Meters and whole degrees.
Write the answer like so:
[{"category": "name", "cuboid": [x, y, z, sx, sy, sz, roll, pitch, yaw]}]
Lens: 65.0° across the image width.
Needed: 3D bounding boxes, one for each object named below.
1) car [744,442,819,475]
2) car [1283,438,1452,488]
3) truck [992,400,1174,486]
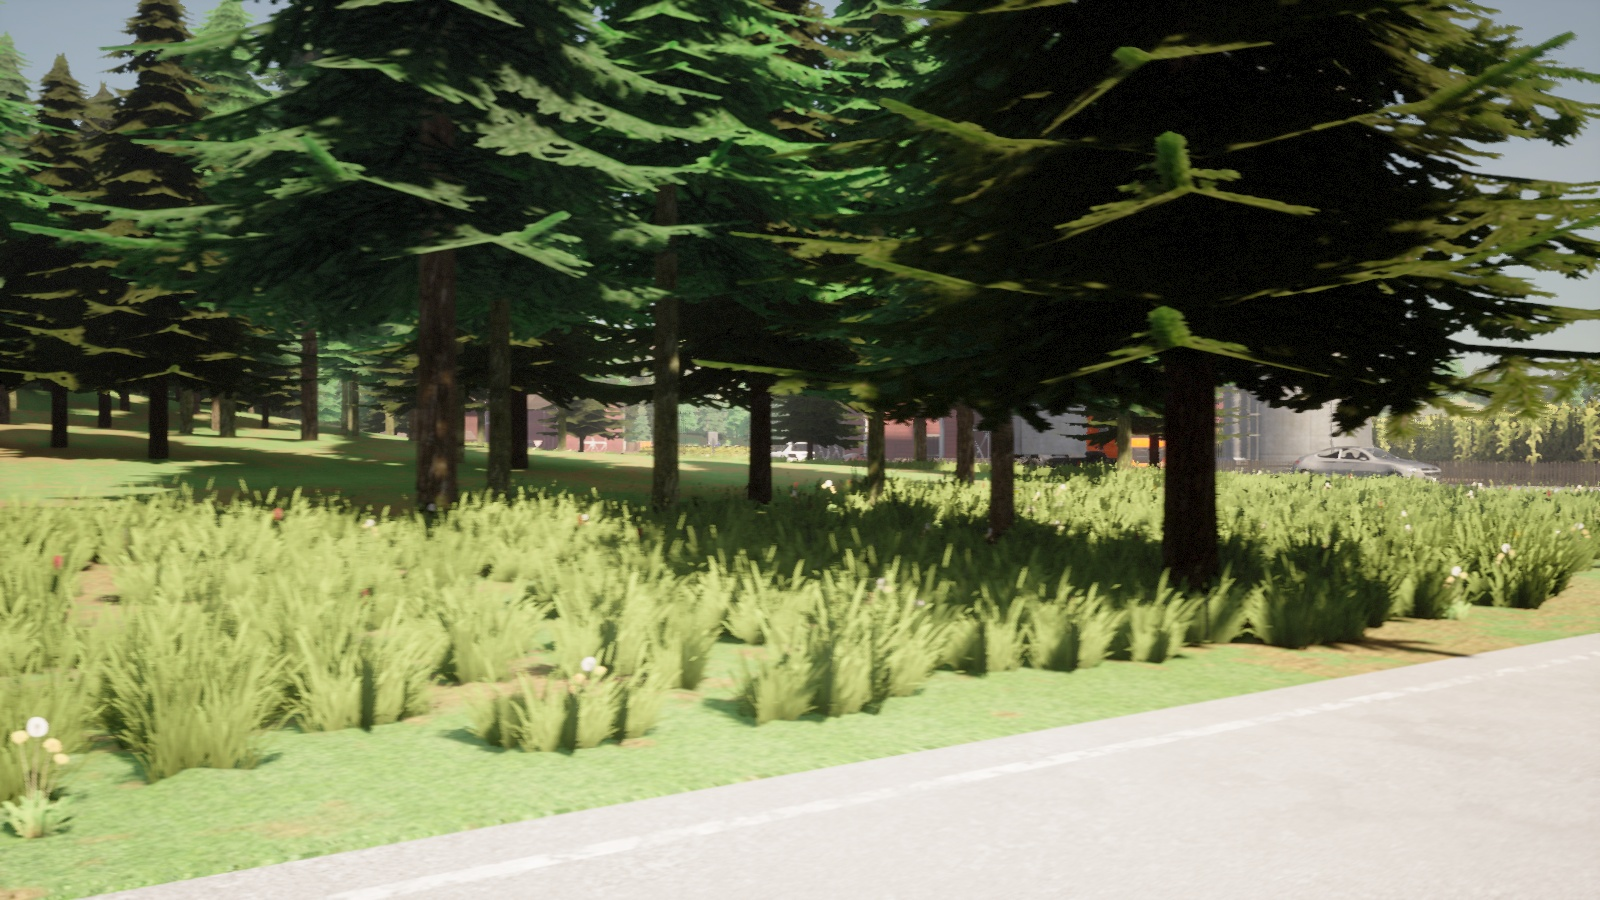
[{"category": "car", "cuboid": [-1.237, 0.525, 81.117, 2.150, 2.045, 5.566, 0, 0, -34]}, {"category": "car", "cuboid": [19.802, 0.450, 44.058, 2.152, 1.651, 5.027, 0, 0, -34]}, {"category": "truck", "cuboid": [12.247, -0.267, 55.135, 2.891, 3.462, 7.936, 0, 0, -34]}]
